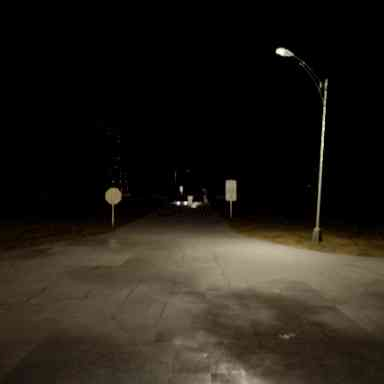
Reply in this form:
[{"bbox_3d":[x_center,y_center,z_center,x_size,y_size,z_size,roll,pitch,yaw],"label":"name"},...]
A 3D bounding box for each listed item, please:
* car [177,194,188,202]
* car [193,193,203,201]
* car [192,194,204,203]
[{"bbox_3d":[-1.653,1.019,58.938,2.033,1.411,5.357,0,1,1],"label":"car"},{"bbox_3d":[1.205,0.972,64.725,1.994,1.385,4.181,0,1,1],"label":"car"},{"bbox_3d":[1.018,1.082,54.674,1.994,1.385,4.181,0,1,1],"label":"car"}]
